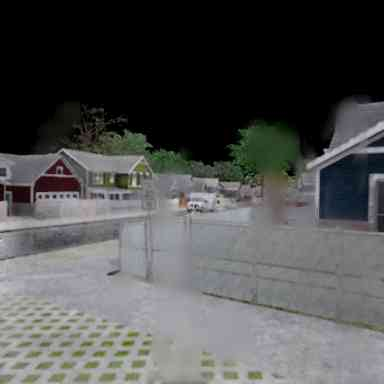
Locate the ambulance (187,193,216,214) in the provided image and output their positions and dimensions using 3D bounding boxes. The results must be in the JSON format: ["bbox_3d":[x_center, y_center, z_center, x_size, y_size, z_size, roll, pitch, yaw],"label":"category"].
[{"bbox_3d":[1.210,1.357,42.129,2.351,2.431,6.366,1,0,19],"label":"ambulance"}]
